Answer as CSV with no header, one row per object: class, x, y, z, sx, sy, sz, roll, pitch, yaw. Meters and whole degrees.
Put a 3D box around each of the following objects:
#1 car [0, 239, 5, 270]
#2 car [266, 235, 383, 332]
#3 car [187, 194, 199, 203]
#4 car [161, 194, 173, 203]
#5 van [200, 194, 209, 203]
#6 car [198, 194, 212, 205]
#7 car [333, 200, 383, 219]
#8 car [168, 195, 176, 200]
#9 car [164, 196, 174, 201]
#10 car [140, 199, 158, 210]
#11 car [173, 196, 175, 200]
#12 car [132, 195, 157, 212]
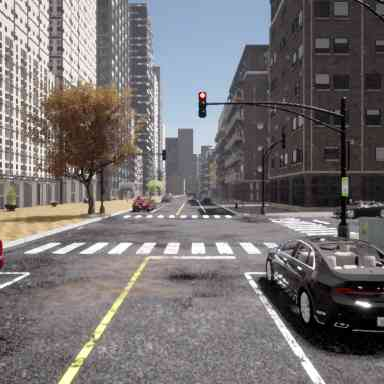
car,-5.694,1.545,6.762,1.887,1.381,4.507,0,0,0
car,2.686,1.551,6.766,2.008,1.369,4.403,0,0,0
car,-0.032,1.656,68.920,1.895,1.301,4.718,0,0,0
car,-5.724,1.627,72.288,1.947,1.339,4.313,0,0,0
van,2.656,1.402,72.292,1.690,1.788,3.998,0,0,0
car,2.662,1.610,61.245,1.947,1.339,4.313,0,0,0
car,13.414,1.350,26.177,4.403,1.369,2.008,-1,1,-1
car,-5.734,1.654,94.379,2.008,1.369,4.403,0,0,0
car,-5.729,1.632,83.333,2.008,1.369,4.403,0,0,0
car,-5.712,1.592,44.673,1.947,1.339,4.313,0,0,0
car,-5.727,1.385,77.810,2.192,1.841,5.009,0,0,0
car,-5.709,1.336,39.150,2.192,1.841,5.009,0,0,0
